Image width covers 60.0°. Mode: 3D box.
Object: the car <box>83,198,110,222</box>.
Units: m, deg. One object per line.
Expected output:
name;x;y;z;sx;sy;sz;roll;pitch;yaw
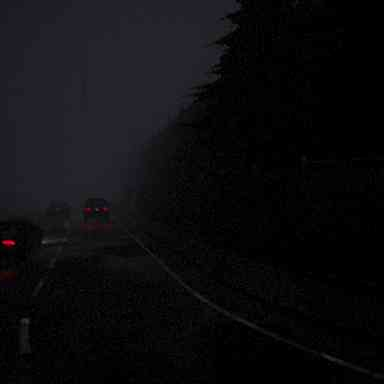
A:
car;-8.675;1.558;30.193;2.150;2.045;5.566;1;0;-17

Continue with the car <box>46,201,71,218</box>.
car;-13.395;1.675;33.594;2.097;1.767;4.553;1;-1;-17

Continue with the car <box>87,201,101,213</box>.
car;-13.498;2.002;45.693;1.837;1.490;4.892;1;-1;-17

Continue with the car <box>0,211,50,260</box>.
car;-6.946;1.648;12.550;2.033;1.411;5.357;1;-1;-16
